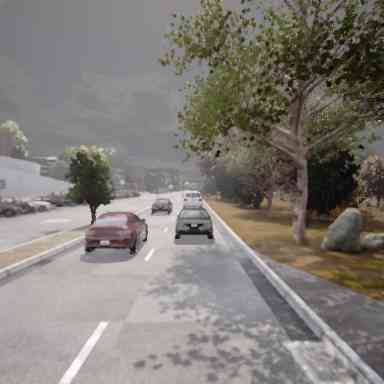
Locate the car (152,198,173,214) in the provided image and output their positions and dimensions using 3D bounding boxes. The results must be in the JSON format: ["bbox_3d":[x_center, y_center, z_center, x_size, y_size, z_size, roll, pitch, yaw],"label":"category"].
[{"bbox_3d":[-2.906,1.337,32.980,2.033,1.411,5.357,0,1,0],"label":"car"}]

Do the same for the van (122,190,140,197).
[{"bbox_3d":[-16.623,0.398,90.851,4.442,1.987,1.878,-1,0,-19],"label":"van"}]

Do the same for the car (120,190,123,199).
[{"bbox_3d":[-16.846,0.698,66.768,4.553,1.767,2.185,-1,0,-20],"label":"car"}]

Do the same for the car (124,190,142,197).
[{"bbox_3d":[-16.649,0.476,93.830,4.553,1.767,2.185,-1,1,-19],"label":"car"}]

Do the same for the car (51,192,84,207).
[{"bbox_3d":[-16.798,1.157,42.787,4.792,1.488,2.163,-1,1,-20],"label":"car"}]

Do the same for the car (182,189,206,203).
[{"bbox_3d":[0.094,0.937,37.896,2.150,2.045,5.566,0,1,0],"label":"car"}]

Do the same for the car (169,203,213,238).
[{"bbox_3d":[0.097,1.506,17.261,2.033,1.411,5.357,0,0,0],"label":"car"}]

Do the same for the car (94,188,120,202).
[{"bbox_3d":[-16.785,0.726,63.783,4.553,1.767,2.185,-1,1,-20],"label":"car"}]

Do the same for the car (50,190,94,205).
[{"bbox_3d":[-16.802,0.831,45.786,5.566,2.045,2.435,-1,1,-20],"label":"car"}]

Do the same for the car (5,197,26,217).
[{"bbox_3d":[-16.833,1.395,27.772,4.674,1.452,2.002,-1,0,-20],"label":"car"}]

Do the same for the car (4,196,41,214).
[{"bbox_3d":[-16.862,1.188,30.759,4.553,1.767,2.185,-1,1,-20],"label":"car"}]

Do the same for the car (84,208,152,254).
[{"bbox_3d":[-2.903,1.506,13.396,1.812,1.442,4.674,0,0,0],"label":"car"}]

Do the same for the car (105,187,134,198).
[{"bbox_3d":[-16.836,0.494,75.765,5.566,2.045,2.435,-1,1,-20],"label":"car"}]

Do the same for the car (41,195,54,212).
[{"bbox_3d":[-16.831,1.310,33.771,4.674,1.452,2.002,-1,1,-20],"label":"car"}]

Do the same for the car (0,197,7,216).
[{"bbox_3d":[-16.858,1.416,24.747,4.792,1.488,2.163,-1,1,-20],"label":"car"}]

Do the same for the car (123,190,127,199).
[{"bbox_3d":[-16.819,0.797,69.780,4.892,1.521,2.231,-1,0,-20],"label":"car"}]

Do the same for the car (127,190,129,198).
[{"bbox_3d":[-16.835,0.799,72.764,4.792,1.488,2.163,-1,1,-20],"label":"car"}]

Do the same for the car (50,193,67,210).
[{"bbox_3d":[-16.820,1.225,36.771,5.008,1.535,2.097,-1,1,-20],"label":"car"}]

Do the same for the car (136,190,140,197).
[{"bbox_3d":[-16.810,0.422,84.778,5.566,2.045,2.435,-1,1,-20],"label":"car"}]
